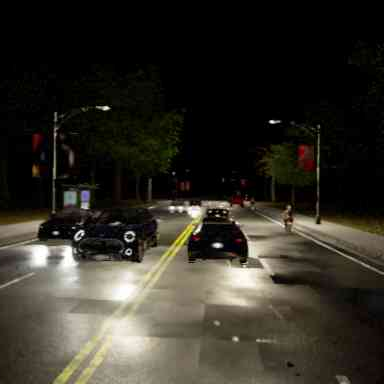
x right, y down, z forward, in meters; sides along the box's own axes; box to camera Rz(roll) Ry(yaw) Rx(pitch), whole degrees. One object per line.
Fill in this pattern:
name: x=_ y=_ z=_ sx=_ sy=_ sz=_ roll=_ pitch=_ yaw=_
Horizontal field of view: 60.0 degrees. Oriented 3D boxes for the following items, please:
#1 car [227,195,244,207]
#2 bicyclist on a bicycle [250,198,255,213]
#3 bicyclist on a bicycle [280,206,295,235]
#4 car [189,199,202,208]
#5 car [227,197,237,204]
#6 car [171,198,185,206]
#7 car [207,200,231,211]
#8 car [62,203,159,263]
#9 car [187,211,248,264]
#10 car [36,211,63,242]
car: x=7.532 y=1.495 z=56.098 sx=2.150 sy=2.045 sz=5.566 roll=1 pitch=0 yaw=4
bicyclist on a bicycle: x=7.008 y=1.585 z=38.691 sx=0.659 sy=1.776 sz=1.843 roll=1 pitch=0 yaw=4
bicyclist on a bicycle: x=5.485 y=1.575 z=18.892 sx=0.866 sy=1.612 sz=1.509 roll=1 pitch=0 yaw=5
car: x=0.548 y=1.745 z=52.311 sx=1.895 sy=1.301 sz=4.718 roll=1 pitch=0 yaw=5
car: x=8.719 y=1.879 z=73.090 sx=2.033 sy=1.411 sz=5.357 roll=1 pitch=0 yaw=4
car: x=-2.411 y=1.706 z=56.049 sx=1.895 sy=1.301 sz=4.718 roll=1 pitch=0 yaw=5
car: x=2.299 y=1.715 z=30.124 sx=1.895 sy=1.301 sz=4.718 roll=1 pitch=0 yaw=4
car: x=-2.530 y=1.340 z=12.015 sx=2.097 sy=1.767 sz=4.553 roll=1 pitch=0 yaw=4
car: x=0.935 y=1.609 z=12.152 sx=1.994 sy=1.385 sz=4.181 roll=1 pitch=0 yaw=4
car: x=-5.508 y=1.511 z=15.767 sx=1.994 sy=1.385 sz=4.181 roll=1 pitch=0 yaw=4
